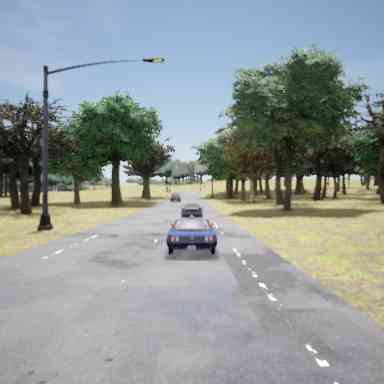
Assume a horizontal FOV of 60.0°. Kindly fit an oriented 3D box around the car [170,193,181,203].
[{"bbox_3d":[-3.521,1.188,71.740,2.150,2.045,5.566,0,1,0],"label":"car"}]

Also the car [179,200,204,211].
[{"bbox_3d":[-0.004,1.743,29.304,1.837,1.490,4.892,0,0,0],"label":"car"}]

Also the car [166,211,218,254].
[{"bbox_3d":[-0.002,1.718,14.100,1.895,1.301,4.718,0,0,0],"label":"car"}]
